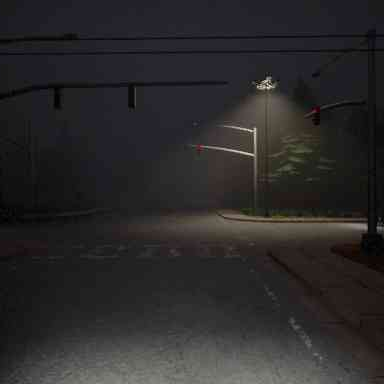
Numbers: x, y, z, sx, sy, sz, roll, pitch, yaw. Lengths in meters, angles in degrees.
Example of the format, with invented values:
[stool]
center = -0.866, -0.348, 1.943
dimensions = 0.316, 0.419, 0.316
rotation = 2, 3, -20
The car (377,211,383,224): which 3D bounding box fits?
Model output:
[car]
center = 14.895, 1.511, 22.079
dimensions = 4.892, 1.490, 1.837
rotation = 0, 0, 1
